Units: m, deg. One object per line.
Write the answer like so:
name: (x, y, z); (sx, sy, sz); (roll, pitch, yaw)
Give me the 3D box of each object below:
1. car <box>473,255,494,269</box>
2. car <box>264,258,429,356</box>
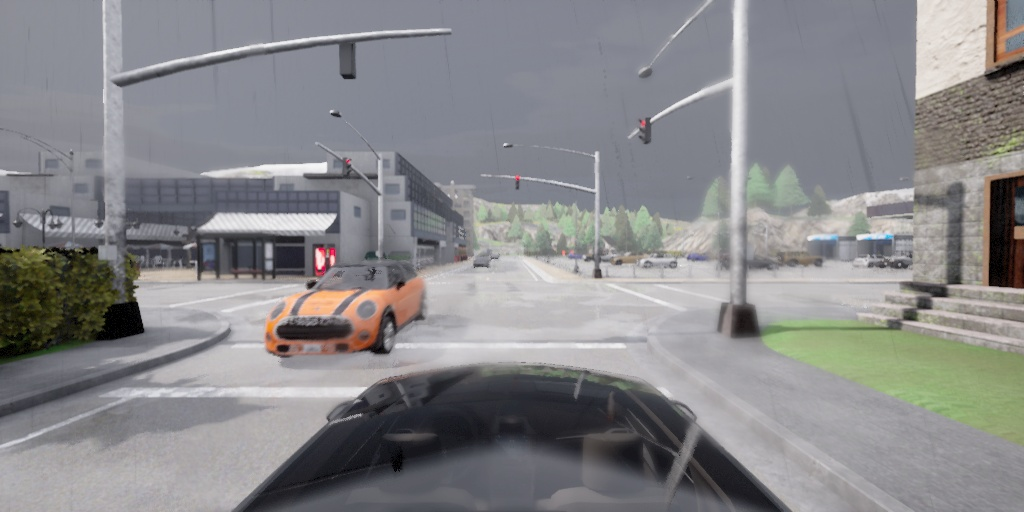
car: (-3.505, 0.734, 42.248); (1.837, 1.490, 4.892); (0, 2, 0)
car: (-3.409, 0.909, 8.300); (2.097, 1.767, 4.553); (-1, 2, 0)
